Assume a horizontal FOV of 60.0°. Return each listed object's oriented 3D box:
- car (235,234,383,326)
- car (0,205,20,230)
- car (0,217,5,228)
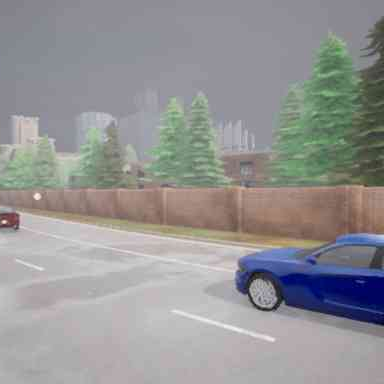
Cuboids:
[{"bbox_3d":[3.201,1.519,6.113,5.008,1.535,1.882,0,0,36],"label":"car"},{"bbox_3d":[-12.180,1.532,20.546,1.882,1.535,5.008,0,0,-42],"label":"car"},{"bbox_3d":[-8.483,1.573,11.416,5.357,1.411,2.033,0,0,44],"label":"car"}]
